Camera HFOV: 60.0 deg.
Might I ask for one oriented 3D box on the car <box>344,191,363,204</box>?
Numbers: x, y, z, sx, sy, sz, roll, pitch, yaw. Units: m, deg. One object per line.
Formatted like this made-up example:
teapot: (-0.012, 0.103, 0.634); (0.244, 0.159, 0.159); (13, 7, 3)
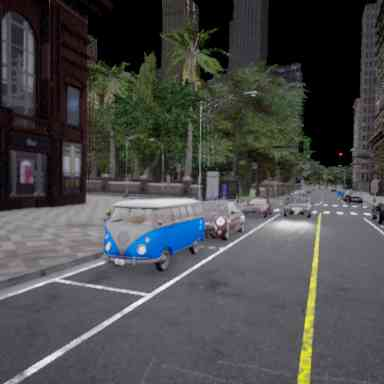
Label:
car: (22.696, 0.931, 46.353); (1.947, 1.339, 4.313); (1, 1, 22)

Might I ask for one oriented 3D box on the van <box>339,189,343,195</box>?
van: (28.677, 0.469, 61.469); (1.690, 1.788, 3.998); (1, 1, 22)

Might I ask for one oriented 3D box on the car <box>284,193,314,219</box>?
car: (8.054, 1.071, 24.970); (2.128, 1.511, 4.902); (2, 1, 22)

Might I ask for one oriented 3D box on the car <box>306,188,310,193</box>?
car: (24.741, 0.184, 74.700); (1.967, 1.590, 4.097); (1, 1, 22)

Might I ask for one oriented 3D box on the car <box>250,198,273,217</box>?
car: (5.058, 1.105, 24.917); (1.802, 1.307, 4.206); (1, 1, 22)

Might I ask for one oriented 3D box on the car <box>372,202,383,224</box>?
car: (12.979, 1.311, 21.770); (1.947, 1.339, 4.313); (1, 1, 22)

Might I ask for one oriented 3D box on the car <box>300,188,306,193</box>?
car: (18.763, 0.426, 59.579); (1.967, 1.590, 4.097); (1, 1, 22)

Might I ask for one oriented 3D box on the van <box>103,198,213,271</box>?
van: (-0.922, 1.093, 9.774); (1.690, 1.788, 3.998); (1, 1, 22)

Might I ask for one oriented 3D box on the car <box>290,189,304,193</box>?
car: (16.769, 0.616, 54.541); (2.008, 1.369, 4.403); (1, 1, 22)

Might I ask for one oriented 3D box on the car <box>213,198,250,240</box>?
car: (1.071, 1.116, 14.822); (1.967, 1.590, 4.097); (1, 1, 22)

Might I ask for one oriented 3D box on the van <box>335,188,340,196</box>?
van: (36.647, 0.142, 81.630); (1.690, 1.788, 3.998); (1, 1, 22)

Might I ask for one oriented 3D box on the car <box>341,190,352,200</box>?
car: (24.689, 0.853, 51.393); (1.947, 1.339, 4.313); (1, 1, 22)

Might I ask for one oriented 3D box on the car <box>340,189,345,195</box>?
car: (26.744, 0.730, 56.591); (1.752, 1.417, 4.829); (1, 1, 22)
